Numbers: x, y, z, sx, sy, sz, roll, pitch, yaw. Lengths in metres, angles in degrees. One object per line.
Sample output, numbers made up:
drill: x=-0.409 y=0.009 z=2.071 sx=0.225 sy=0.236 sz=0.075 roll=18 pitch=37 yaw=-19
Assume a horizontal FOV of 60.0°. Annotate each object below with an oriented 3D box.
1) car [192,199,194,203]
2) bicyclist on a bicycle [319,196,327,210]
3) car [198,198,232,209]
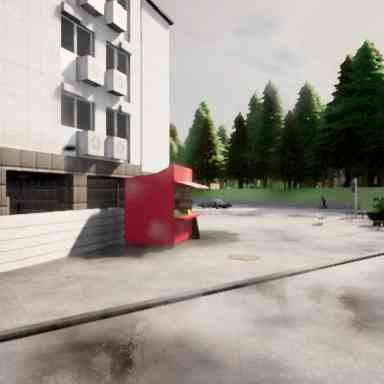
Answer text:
car: x=-1.745 y=1.529 z=58.220 sx=2.033 sy=1.411 sz=5.357 roll=0 pitch=0 yaw=-35
bicyclist on a bicycle: x=15.990 y=1.328 z=40.577 sx=1.656 sy=1.620 sz=0.582 roll=0 pitch=0 yaw=-35
car: x=3.008 y=1.531 z=44.359 sx=2.033 sy=1.411 sz=5.357 roll=0 pitch=0 yaw=-35
